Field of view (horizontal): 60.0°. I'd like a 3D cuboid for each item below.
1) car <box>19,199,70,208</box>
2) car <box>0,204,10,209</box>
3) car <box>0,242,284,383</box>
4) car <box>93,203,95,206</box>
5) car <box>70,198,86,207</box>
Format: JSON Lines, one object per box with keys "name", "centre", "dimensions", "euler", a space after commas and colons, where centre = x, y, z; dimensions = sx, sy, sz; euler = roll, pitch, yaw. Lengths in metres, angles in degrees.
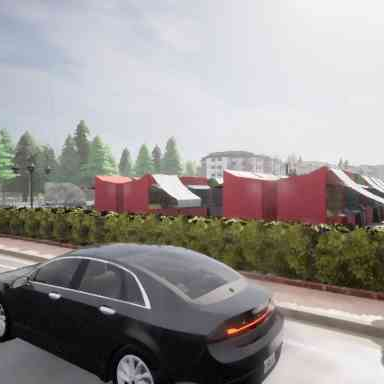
{"name": "car", "centre": [-15.516, 1.656, 34.248], "dimensions": [1.895, 1.301, 4.718], "euler": [0, 0, 36]}
{"name": "car", "centre": [-20.862, 1.603, 32.821], "dimensions": [2.033, 1.411, 5.357], "euler": [0, 0, 39]}
{"name": "car", "centre": [-1.173, 1.505, 4.839], "dimensions": [4.892, 1.490, 1.837], "euler": [0, 0, 36]}
{"name": "car", "centre": [-10.198, 1.407, 41.555], "dimensions": [2.097, 1.767, 4.553], "euler": [0, 0, 36]}
{"name": "car", "centre": [-15.252, 1.547, 40.559], "dimensions": [2.128, 1.511, 4.902], "euler": [0, 0, 36]}
